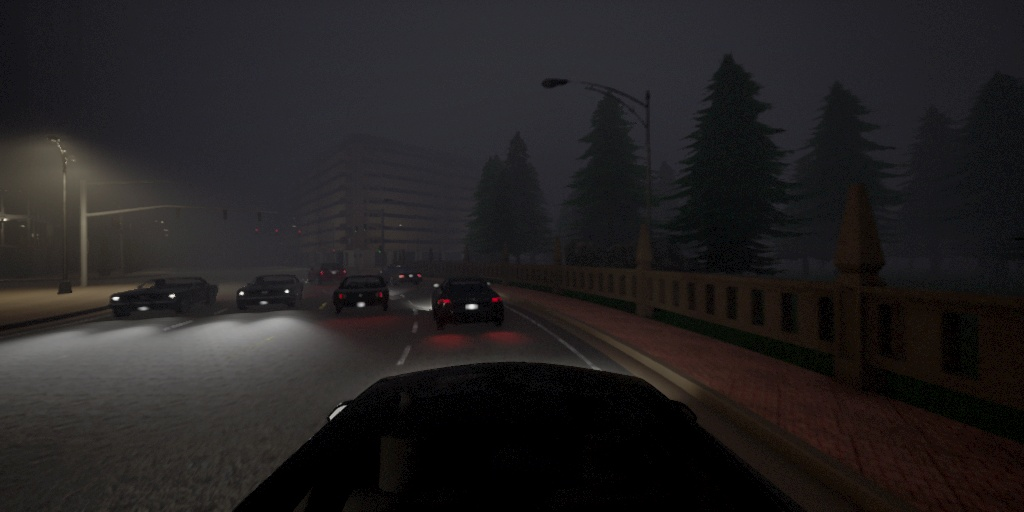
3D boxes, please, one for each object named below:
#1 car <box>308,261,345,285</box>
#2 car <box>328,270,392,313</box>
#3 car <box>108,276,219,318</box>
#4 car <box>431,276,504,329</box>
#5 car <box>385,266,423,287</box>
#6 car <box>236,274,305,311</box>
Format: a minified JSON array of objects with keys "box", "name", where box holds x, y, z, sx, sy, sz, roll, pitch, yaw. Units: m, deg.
[{"box":[-14.751,1.292,28.596,2.097,1.767,4.553,0,0,-40],"name":"car"},{"box":[-6.039,1.432,14.704,1.895,1.301,4.718,0,0,-19],"name":"car"},{"box":[-13.496,1.501,14.234,1.895,1.301,4.718,0,0,-25],"name":"car"},{"box":[-1.549,1.346,11.600,1.994,1.385,4.181,0,0,-13],"name":"car"},{"box":[-8.371,1.421,26.360,2.033,1.411,5.357,0,0,-37],"name":"car"},{"box":[-10.303,1.473,15.584,1.895,1.301,4.718,0,0,-25],"name":"car"}]
